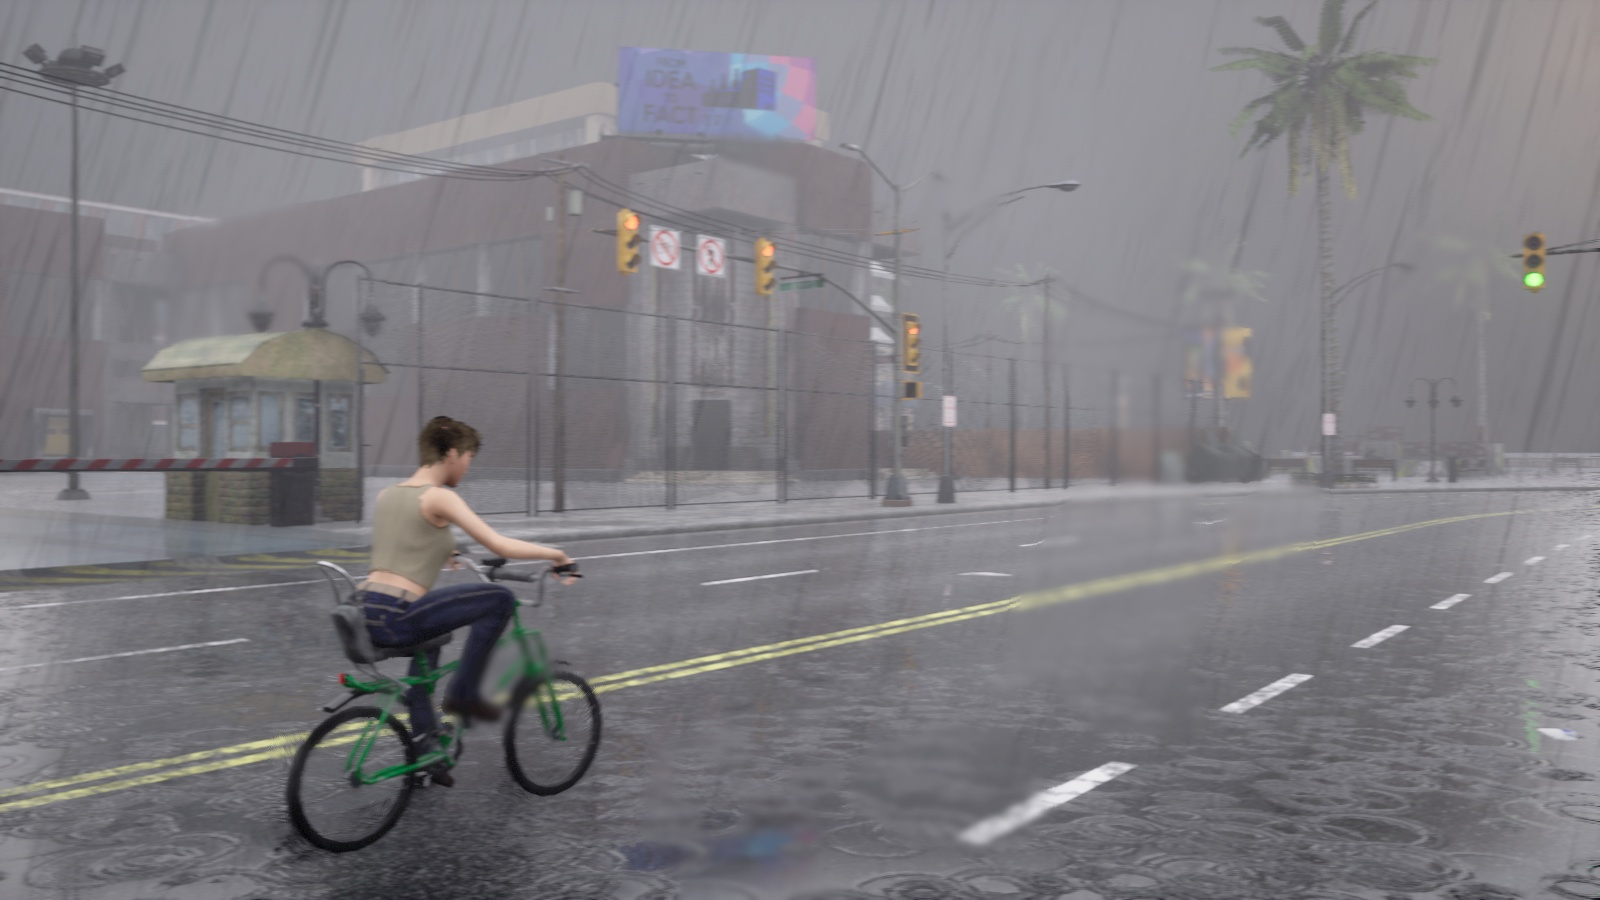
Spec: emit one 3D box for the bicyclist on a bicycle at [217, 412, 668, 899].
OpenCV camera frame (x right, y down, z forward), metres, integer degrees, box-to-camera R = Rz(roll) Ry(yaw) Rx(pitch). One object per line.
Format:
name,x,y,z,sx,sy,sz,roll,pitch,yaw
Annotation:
bicyclist on a bicycle,-1.365,0.680,5.007,0.866,1.612,1.509,0,0,38
